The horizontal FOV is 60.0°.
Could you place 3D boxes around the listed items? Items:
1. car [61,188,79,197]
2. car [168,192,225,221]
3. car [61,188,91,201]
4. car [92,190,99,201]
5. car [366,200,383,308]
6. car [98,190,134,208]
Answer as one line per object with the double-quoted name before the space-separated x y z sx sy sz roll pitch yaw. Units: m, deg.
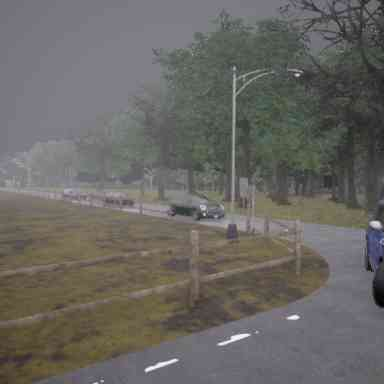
"car" -21.808 0.103 59.212 1.837 1.490 4.892 0 1 -35
"car" 0.262 0.946 23.122 2.097 1.767 4.553 0 1 -35
"car" -16.207 0.270 46.361 2.097 1.767 4.553 0 1 -35
"car" -13.395 0.436 47.399 2.128 1.511 4.902 0 1 -35
"car" 5.380 1.232 7.650 2.150 2.045 5.566 2 1 24
"car" -7.609 0.750 34.190 1.882 1.535 5.008 0 2 -35
